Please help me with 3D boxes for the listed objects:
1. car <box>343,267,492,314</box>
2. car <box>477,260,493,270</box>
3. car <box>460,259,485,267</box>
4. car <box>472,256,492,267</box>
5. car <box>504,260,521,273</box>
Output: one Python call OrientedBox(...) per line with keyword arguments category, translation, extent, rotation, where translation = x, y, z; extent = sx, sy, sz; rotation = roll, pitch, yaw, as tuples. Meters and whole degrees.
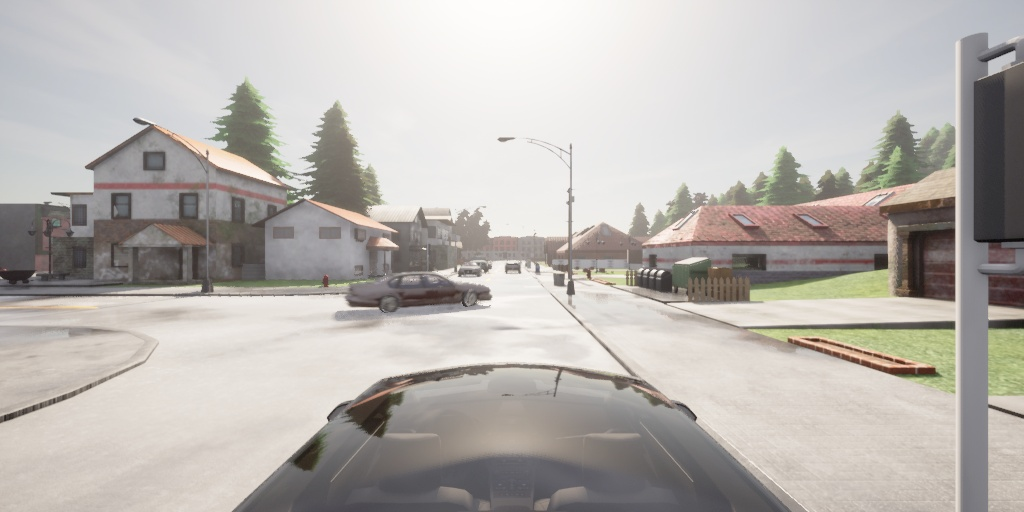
OrientedBox(category="car", translation=(-3.483, 1.297, 13.720), extent=(5.357, 1.411, 2.033), rotation=(0, 0, -29))
OrientedBox(category="car", translation=(-4.063, 1.312, 54.518), extent=(1.994, 1.385, 4.181), rotation=(0, 0, 0))
OrientedBox(category="car", translation=(-4.090, 1.313, 35.432), extent=(1.994, 1.385, 4.181), rotation=(0, 0, 0))
OrientedBox(category="car", translation=(-4.088, 0.970, 44.579), extent=(2.150, 2.045, 5.566), rotation=(0, 0, 0))
OrientedBox(category="car", translation=(0.112, 1.240, 44.196), extent=(2.128, 1.511, 4.902), rotation=(0, 0, 0))
